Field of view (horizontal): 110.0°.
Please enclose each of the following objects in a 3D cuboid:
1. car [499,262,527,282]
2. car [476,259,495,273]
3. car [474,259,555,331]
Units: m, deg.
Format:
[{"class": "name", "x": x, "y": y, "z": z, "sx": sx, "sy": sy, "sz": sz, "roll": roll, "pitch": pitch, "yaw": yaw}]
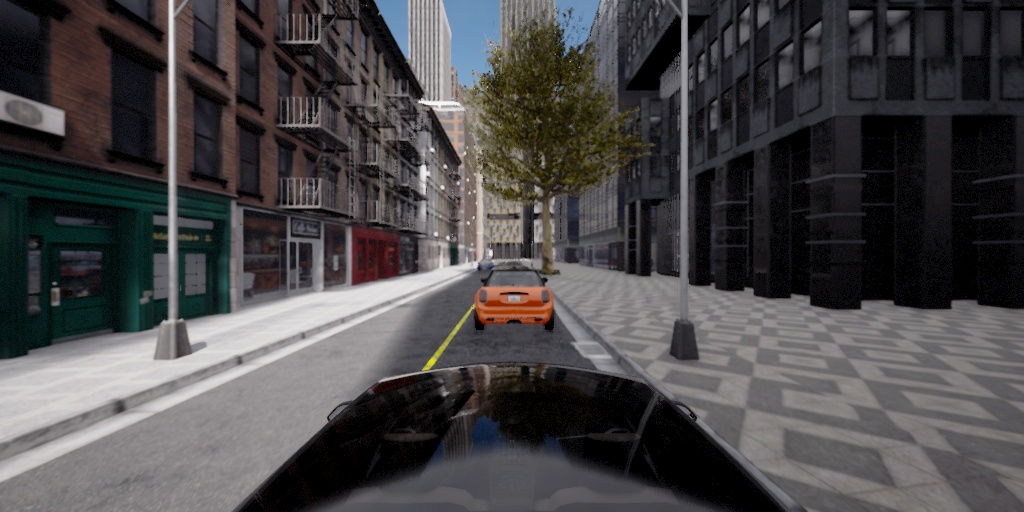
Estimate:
[{"class": "car", "x": 0.085, "y": 1.217, "z": 28.896, "sx": 2.033, "sy": 1.411, "sz": 5.357, "roll": 0, "pitch": 0, "yaw": 0}, {"class": "car", "x": -3.091, "y": 1.131, "z": 42.345, "sx": 1.812, "sy": 1.442, "sz": 4.674, "roll": 0, "pitch": 0, "yaw": 0}, {"class": "car", "x": 0.069, "y": 1.078, "z": 11.085, "sx": 2.097, "sy": 1.767, "sz": 4.553, "roll": 0, "pitch": 0, "yaw": 0}]
